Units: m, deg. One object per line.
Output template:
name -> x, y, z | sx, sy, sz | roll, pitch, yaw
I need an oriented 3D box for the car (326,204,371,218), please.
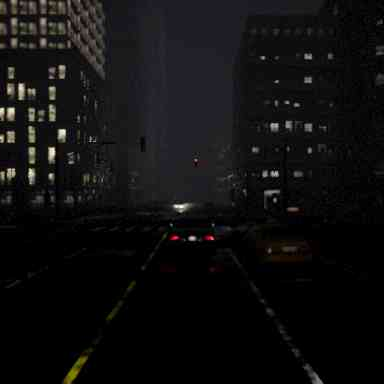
car -> 16.338, 1.957, 34.869 | 4.403, 1.369, 2.008 | 0, 0, 1

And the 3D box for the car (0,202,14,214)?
car -> -21.636, 1.612, 35.396 | 4.829, 1.417, 1.752 | 0, 0, 1

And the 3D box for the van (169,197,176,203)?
van -> -5.639, 2.230, 94.943 | 1.690, 1.788, 3.998 | -1, -1, 0

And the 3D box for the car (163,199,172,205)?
car -> -5.647, 2.311, 77.977 | 1.802, 1.307, 4.206 | -1, -1, 0

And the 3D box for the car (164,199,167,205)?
car -> -5.663, 2.082, 55.360 | 1.947, 1.339, 4.313 | -1, -1, 0

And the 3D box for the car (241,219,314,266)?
car -> 2.816, 1.637, 11.917 | 1.752, 1.417, 4.829 | -1, -1, 0

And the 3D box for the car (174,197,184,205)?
car -> -2.947, 2.223, 74.731 | 2.128, 1.511, 4.902 | 0, -1, 0

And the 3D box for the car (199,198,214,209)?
car -> 2.716, 2.067, 55.355 | 2.008, 1.369, 4.403 | -1, -1, 0

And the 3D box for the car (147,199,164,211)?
car -> -5.668, 1.987, 49.536 | 1.752, 1.417, 4.829 | -1, -1, 0

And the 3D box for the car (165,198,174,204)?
car -> -5.644, 2.327, 83.632 | 1.887, 1.381, 4.507 | -1, -1, 0

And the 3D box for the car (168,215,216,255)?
car -> 0.011, 1.678, 13.980 | 2.033, 1.411, 5.357 | 0, -1, 0

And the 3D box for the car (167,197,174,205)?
car -> -5.652, 2.220, 72.323 | 1.887, 1.381, 4.507 | -1, -1, 0
